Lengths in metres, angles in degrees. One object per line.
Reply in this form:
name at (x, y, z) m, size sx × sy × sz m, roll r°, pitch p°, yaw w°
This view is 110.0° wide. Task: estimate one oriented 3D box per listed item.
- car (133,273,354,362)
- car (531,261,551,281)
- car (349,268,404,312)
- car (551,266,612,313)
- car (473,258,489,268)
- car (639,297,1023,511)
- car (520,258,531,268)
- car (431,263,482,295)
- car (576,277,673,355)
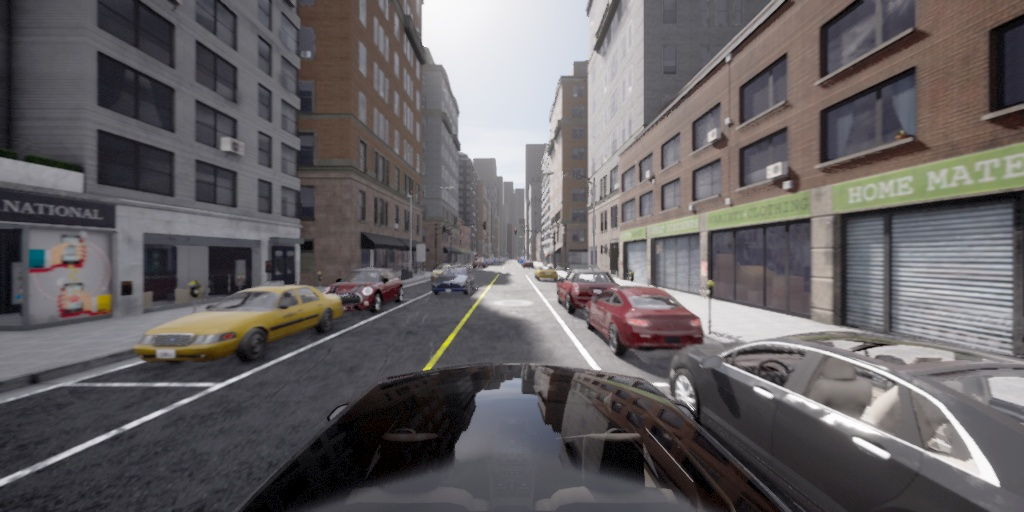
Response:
car at (-5.669, 1.286, 8.281) m, size 1.751 × 1.417 × 4.829 m, roll 0°, pitch 0°, yaw 0°
car at (2.856, 1.326, 30.723) m, size 1.751 × 1.417 × 4.829 m, roll 0°, pitch 0°, yaw 0°
car at (-5.669, 1.209, 13.976) m, size 1.967 × 1.591 × 4.097 m, roll 0°, pitch 0°, yaw 0°
car at (2.856, 1.210, 13.976) m, size 1.967 × 1.591 × 4.097 m, roll 0°, pitch 0°, yaw 0°
car at (-5.671, 1.186, 62.852) m, size 2.192 × 1.841 × 5.009 m, roll 0°, pitch 0°, yaw 0°
car at (2.857, 1.303, 2.924) m, size 2.007 × 1.370 × 4.403 m, roll 0°, pitch 0°, yaw 0°
car at (2.855, 1.416, 62.852) m, size 1.888 × 1.381 × 4.507 m, roll 0°, pitch 0°, yaw 0°
car at (-3.102, 1.328, 20.187) m, size 2.033 × 1.411 × 5.357 m, roll 0°, pitch 0°, yaw 0°
car at (2.857, 1.343, 8.450) m, size 1.802 × 1.307 × 4.207 m, roll 0°, pitch 0°, yaw 0°
